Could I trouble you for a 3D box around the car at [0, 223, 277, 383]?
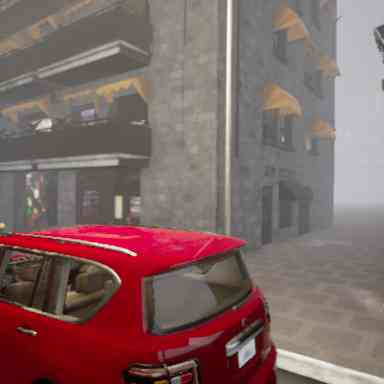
[{"bbox_3d":[-1.524,1.312,3.942,5.009,1.841,2.192,0,1,35],"label":"car"}]
